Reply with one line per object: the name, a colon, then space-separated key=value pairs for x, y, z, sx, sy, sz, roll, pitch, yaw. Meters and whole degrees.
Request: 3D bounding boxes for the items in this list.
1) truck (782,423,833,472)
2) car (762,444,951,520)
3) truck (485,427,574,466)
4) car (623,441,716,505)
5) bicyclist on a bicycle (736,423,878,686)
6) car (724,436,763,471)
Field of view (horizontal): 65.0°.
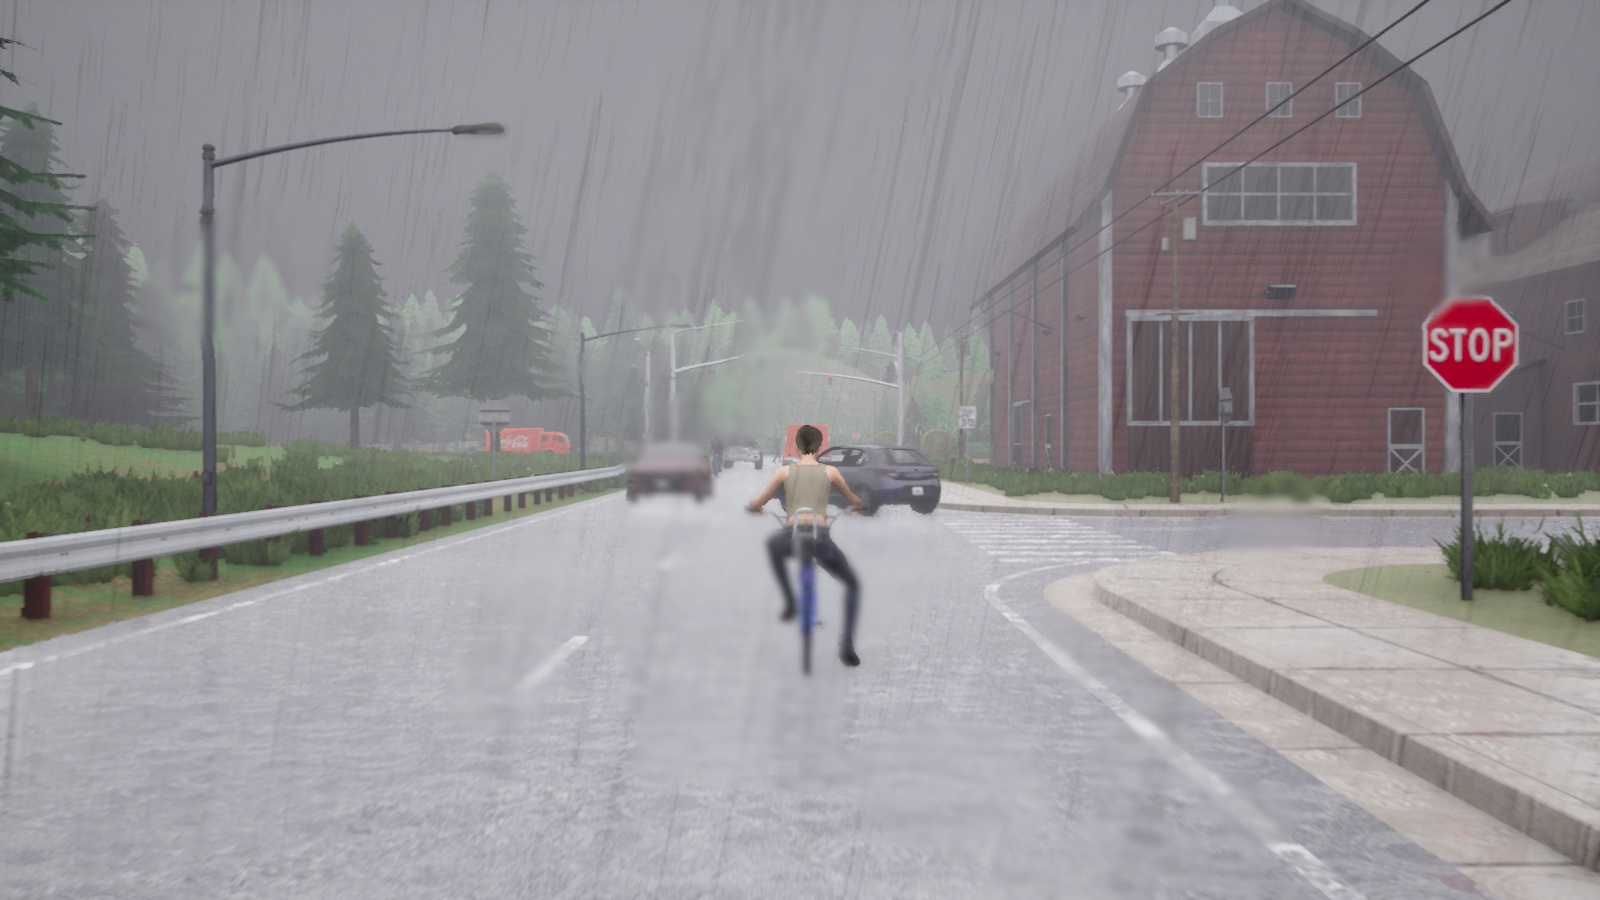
truck: x=0.393 y=-0.117 z=66.313 sx=2.627 sy=2.467 sz=5.204 roll=0 pitch=0 yaw=0
car: x=1.101 y=0.611 z=26.607 sx=1.816 sy=1.474 sz=4.193 roll=0 pitch=1 yaw=-35
truck: x=-17.452 y=-0.230 z=81.305 sx=5.204 sy=2.467 sz=2.627 roll=-1 pitch=0 yaw=-1
car: x=-3.299 y=0.537 z=32.670 sx=1.882 sy=1.535 sz=5.008 roll=0 pitch=0 yaw=0
bicyclist on a bicycle: x=0.053 y=0.635 z=8.458 sx=0.866 sy=1.612 sz=1.509 roll=0 pitch=0 yaw=1
car: x=-3.102 y=0.167 z=69.706 sx=1.932 sy=1.855 sz=4.605 roll=0 pitch=0 yaw=1
